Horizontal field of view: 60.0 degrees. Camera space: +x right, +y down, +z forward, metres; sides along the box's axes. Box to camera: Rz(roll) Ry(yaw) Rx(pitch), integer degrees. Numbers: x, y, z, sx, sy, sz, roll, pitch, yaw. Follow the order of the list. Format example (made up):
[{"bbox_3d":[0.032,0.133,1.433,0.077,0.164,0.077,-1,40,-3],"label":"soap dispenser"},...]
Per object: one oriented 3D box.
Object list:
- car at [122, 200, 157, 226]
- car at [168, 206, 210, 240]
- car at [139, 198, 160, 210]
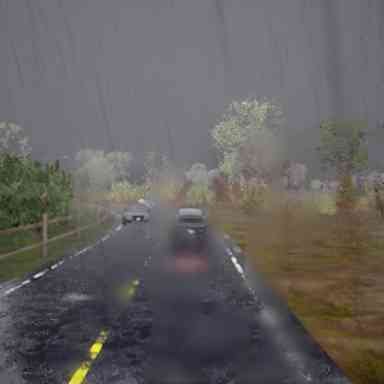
[{"bbox_3d":[-3.734,1.512,23.011,1.994,1.385,4.181,0,0,-10],"label":"car"},{"bbox_3d":[-0.164,1.476,16.908,1.837,1.490,4.892,0,1,-3],"label":"car"},{"bbox_3d":[-5.304,1.412,38.106,2.033,1.411,5.357,0,0,-26],"label":"car"}]
